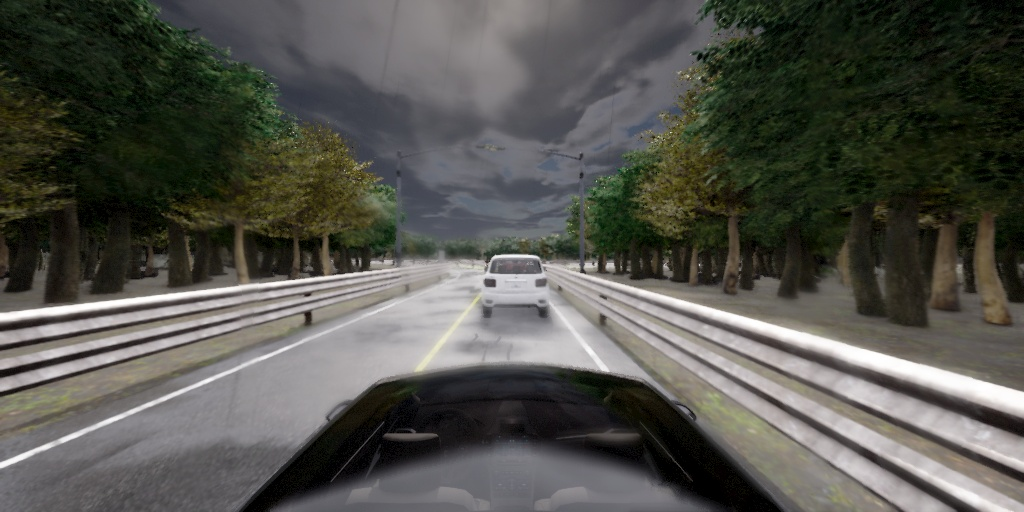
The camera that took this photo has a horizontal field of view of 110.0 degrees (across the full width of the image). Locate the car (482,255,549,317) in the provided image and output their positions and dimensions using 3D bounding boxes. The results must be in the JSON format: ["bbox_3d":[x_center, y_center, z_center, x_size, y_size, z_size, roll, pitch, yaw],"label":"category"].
[{"bbox_3d":[0.120,0.979,13.370,2.150,2.045,5.566,0,0,0],"label":"car"}]
